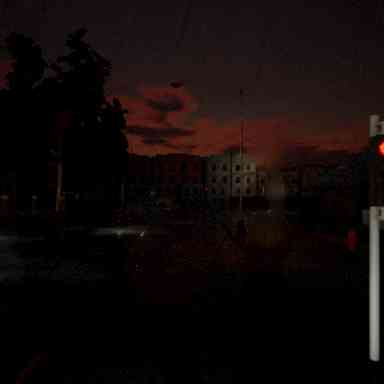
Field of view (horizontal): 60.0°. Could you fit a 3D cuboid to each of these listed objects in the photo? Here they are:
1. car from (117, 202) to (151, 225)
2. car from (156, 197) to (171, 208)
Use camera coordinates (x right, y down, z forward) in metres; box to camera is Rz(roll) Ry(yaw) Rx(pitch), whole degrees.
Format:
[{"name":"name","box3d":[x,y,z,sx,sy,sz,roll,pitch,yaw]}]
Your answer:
[{"name":"car","box3d":[-4.108,1.474,24.100,1.882,1.535,5.008,0,0,0]},{"name":"car","box3d":[-4.097,1.471,48.800,1.882,1.535,5.008,0,0,0]}]
